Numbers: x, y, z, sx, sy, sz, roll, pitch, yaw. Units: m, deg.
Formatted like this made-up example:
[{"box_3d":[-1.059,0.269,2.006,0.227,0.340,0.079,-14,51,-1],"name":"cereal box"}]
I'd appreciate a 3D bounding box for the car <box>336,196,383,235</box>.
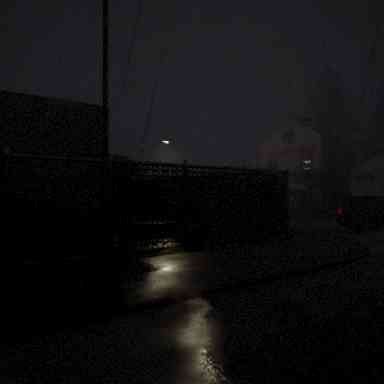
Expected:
[{"box_3d":[10.403,1.247,17.123,2.150,2.045,5.566,0,0,-42],"name":"car"}]
